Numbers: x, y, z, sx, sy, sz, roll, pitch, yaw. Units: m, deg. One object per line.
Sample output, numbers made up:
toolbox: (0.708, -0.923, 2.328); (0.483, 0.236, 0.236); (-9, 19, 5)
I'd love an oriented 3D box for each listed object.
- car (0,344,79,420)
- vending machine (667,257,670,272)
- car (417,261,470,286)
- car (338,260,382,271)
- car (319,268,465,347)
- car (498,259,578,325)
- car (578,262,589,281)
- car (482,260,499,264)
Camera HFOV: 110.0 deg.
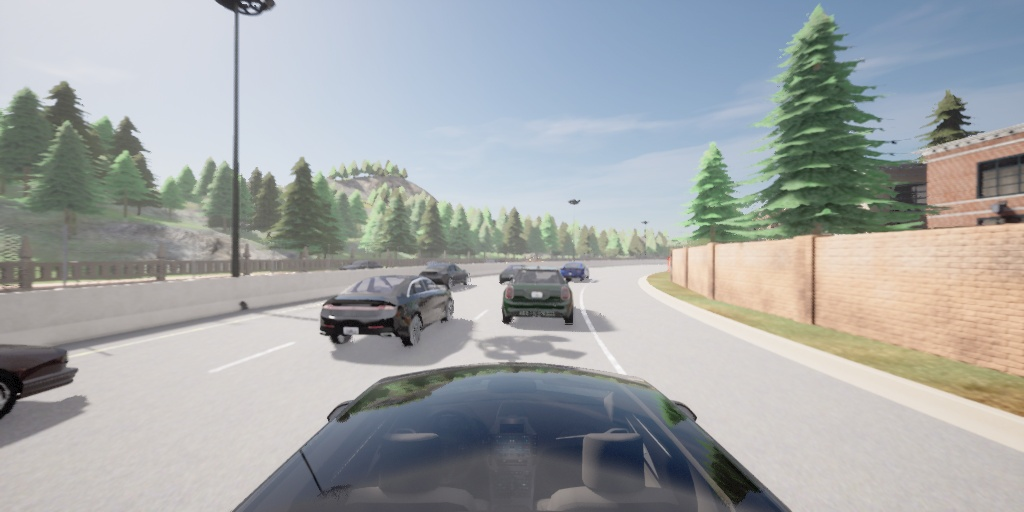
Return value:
car: (-6.844, 1.265, 2.330); (2.033, 1.411, 5.357); (0, 0, 1)
vending machine: (19.671, 1.061, 44.303); (1.100, 2.100, 0.880); (0, 0, 32)
car: (-4.192, 1.246, 22.744); (1.837, 1.490, 4.892); (0, 0, 13)
car: (-15.126, 1.202, 35.901); (1.837, 1.490, 4.892); (0, 0, 19)
car: (-2.887, 1.232, 9.323); (2.128, 1.511, 4.902); (0, 0, 5)
car: (0.963, 1.112, 12.181); (2.097, 1.767, 4.553); (0, 0, 7)
car: (5.425, 1.269, 30.626); (1.882, 1.535, 5.008); (0, 0, 19)
car: (-2.695, 1.239, 47.420); (1.882, 1.535, 5.008); (0, 0, 27)
